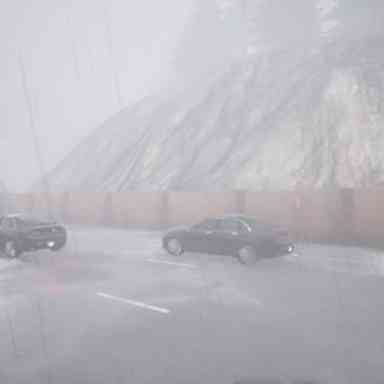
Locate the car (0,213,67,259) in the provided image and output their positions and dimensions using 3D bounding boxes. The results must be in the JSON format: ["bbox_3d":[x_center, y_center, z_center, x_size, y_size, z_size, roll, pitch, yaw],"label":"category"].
[{"bbox_3d":[-7.002,1.622,13.281,4.892,1.490,1.837,-1,0,35],"label":"car"}]

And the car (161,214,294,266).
[{"bbox_3d":[1.096,1.557,11.807,4.892,1.490,1.837,-1,0,35],"label":"car"}]
